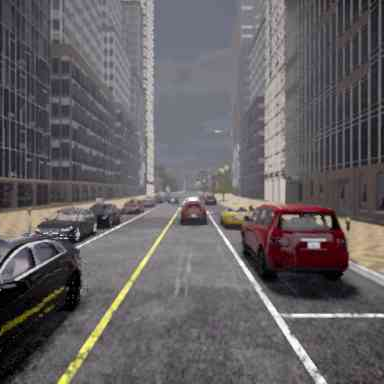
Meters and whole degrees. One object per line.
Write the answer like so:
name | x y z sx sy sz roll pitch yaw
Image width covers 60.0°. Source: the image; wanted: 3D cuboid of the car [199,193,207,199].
car | 2.778 0.979 83.761 1.802 1.307 4.206 0 0 0

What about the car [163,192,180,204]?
car | -2.955 1.119 53.419 2.128 1.511 4.902 0 0 0

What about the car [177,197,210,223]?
car | 0.129 1.363 24.004 1.812 1.442 4.674 0 0 0

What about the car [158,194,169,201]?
car | -5.620 1.109 66.709 1.802 1.307 4.206 0 0 0

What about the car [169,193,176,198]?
car | -5.591 0.874 95.169 1.947 1.339 4.313 0 0 0

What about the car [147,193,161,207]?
car | -5.643 1.246 43.940 2.008 1.369 4.403 0 0 0

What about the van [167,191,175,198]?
van | -5.595 0.694 89.475 1.690 1.788 3.998 0 0 0

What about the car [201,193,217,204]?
car | 2.743 1.220 49.611 1.947 1.339 4.313 0 0 0

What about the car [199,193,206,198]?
car | 2.784 0.876 89.623 1.752 1.417 4.829 0 0 0

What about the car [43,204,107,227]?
car | -5.672 1.447 15.479 2.008 1.369 4.403 0 0 0

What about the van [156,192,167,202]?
van | -5.625 0.911 61.015 1.690 1.788 3.998 0 0 0

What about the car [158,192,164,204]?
car | -5.631 1.157 55.324 1.887 1.381 4.507 0 0 0

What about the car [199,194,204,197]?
car | 0.141 1.312 41.737 1.895 1.301 4.718 0 0 0

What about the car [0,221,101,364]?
car | -3.095 1.459 4.787 2.128 1.511 4.902 0 0 0

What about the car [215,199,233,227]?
car | 2.715 1.381 21.320 1.752 1.417 4.829 0 0 0

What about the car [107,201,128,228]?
car | -5.666 1.423 21.172 1.947 1.339 4.313 0 0 0

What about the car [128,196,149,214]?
car | -5.654 1.359 32.554 1.802 1.307 4.206 0 0 0

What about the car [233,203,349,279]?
car | 2.704 1.250 9.765 2.192 1.841 5.009 0 0 0
